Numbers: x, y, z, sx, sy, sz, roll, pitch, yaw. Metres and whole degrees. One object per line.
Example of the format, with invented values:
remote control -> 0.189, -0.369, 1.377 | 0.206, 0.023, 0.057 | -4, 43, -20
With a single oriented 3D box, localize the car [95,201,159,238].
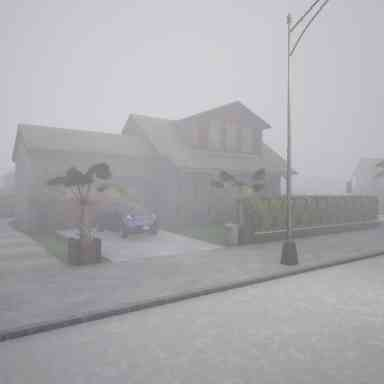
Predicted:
car -> -3.024, 1.174, 15.291 | 1.845, 1.501, 3.633 | 0, 0, -38
